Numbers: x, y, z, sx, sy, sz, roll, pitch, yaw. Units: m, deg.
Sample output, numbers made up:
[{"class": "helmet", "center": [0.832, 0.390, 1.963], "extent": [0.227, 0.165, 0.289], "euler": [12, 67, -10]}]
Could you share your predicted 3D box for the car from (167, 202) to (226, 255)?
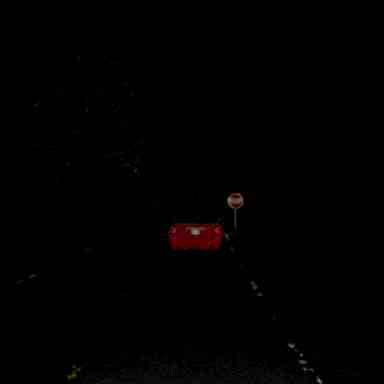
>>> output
[{"class": "car", "center": [0.210, 1.483, 14.022], "extent": [2.097, 1.767, 4.553], "euler": [0, -1, 2]}]

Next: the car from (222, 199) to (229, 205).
[{"class": "car", "center": [7.076, 2.104, 66.240], "extent": [2.128, 1.511, 4.902], "euler": [0, 0, 13]}]
